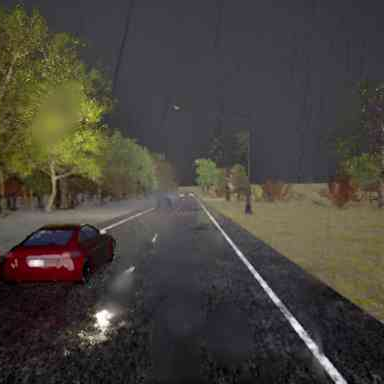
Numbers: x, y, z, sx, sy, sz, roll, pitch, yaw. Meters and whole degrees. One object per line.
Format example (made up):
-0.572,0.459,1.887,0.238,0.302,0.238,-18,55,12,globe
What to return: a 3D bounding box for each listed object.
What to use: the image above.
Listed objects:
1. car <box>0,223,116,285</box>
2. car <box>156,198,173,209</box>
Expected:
-3.515,1.574,9.510,1.994,1.385,4.181,0,0,0,car
-3.594,1.512,44.265,1.812,1.442,4.674,0,0,0,car
